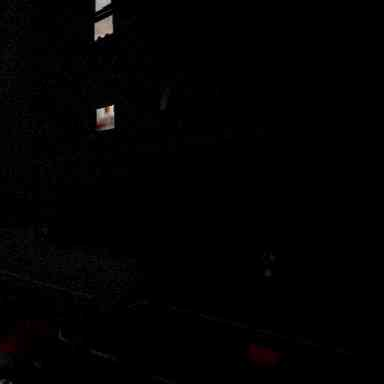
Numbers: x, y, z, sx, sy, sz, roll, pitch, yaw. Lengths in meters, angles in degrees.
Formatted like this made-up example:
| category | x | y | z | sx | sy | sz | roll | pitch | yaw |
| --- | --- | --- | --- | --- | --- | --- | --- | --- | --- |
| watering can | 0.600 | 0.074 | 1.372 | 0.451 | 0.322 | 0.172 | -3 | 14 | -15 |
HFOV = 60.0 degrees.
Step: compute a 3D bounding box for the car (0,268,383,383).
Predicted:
| category | x | y | z | sx | sy | sz | roll | pitch | yaw |
| --- | --- | --- | --- | --- | --- | --- | --- | --- | --- |
| car | -0.049 | 1.438 | 2.929 | 4.097 | 1.590 | 1.967 | 0 | -1 | 36 |
